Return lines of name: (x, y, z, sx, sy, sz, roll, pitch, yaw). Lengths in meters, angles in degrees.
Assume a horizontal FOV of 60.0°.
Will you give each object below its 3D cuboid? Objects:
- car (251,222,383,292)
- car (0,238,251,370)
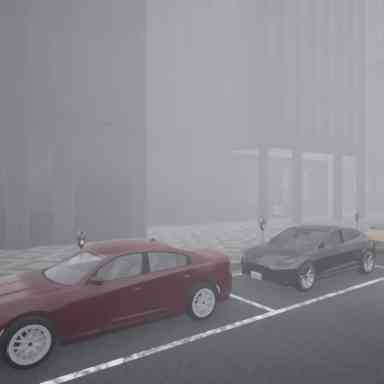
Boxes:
car: (3.262, 1.566, 8.966, 4.313, 1.339, 1.947, 0, 0, -35)
car: (-1.330, 1.545, 5.698, 4.507, 1.381, 1.887, 0, 0, -35)
